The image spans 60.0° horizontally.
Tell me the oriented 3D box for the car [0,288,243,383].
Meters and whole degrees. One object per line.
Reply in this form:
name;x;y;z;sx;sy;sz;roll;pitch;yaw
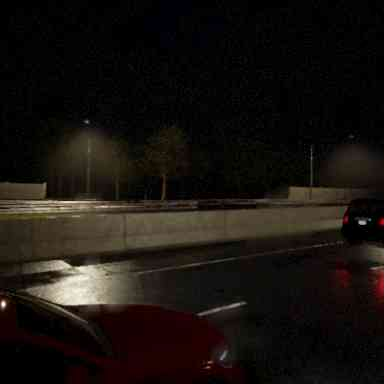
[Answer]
car;-1.714;1.526;2.524;4.674;1.442;1.812;0;0;-35

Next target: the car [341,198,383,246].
car;8.671;1.276;14.229;5.566;2.045;2.150;0;0;-35
